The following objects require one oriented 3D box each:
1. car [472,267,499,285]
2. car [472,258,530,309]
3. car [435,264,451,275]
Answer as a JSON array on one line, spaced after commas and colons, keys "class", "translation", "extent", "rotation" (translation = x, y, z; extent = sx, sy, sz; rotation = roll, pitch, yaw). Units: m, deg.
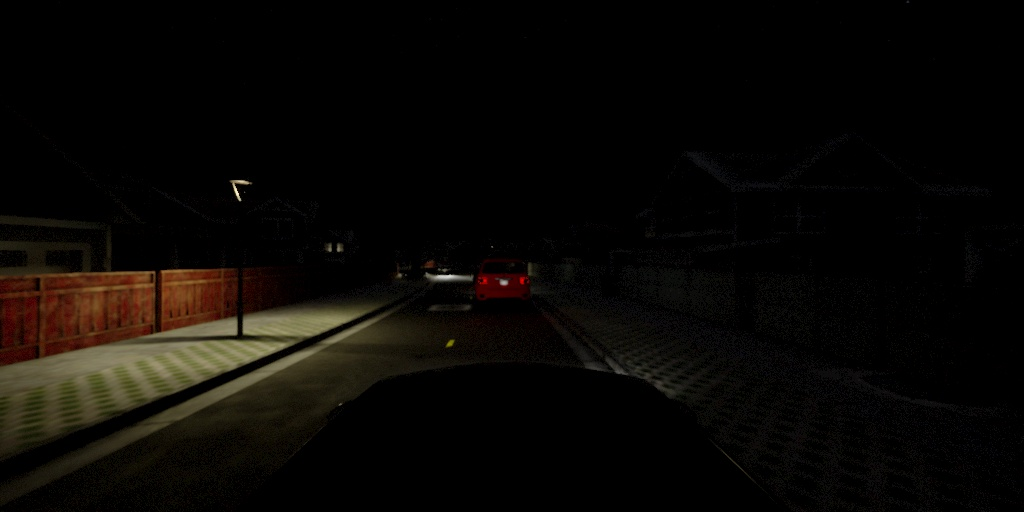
[{"class": "car", "translation": [-2.396, 1.658, 31.068], "extent": [1.895, 1.301, 4.718], "rotation": [0, -1, -10]}, {"class": "car", "translation": [-0.503, 1.111, 15.988], "extent": [2.150, 2.045, 5.566], "rotation": [0, 0, -5]}, {"class": "car", "translation": [-9.467, 1.793, 49.295], "extent": [2.128, 1.511, 4.902], "rotation": [0, -1, -16]}]
